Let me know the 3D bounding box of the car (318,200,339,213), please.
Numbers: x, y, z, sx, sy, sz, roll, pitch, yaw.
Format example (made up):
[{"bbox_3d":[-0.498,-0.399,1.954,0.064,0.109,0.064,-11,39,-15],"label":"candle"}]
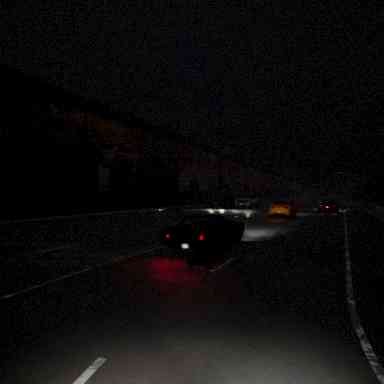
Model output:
[{"bbox_3d":[15.144,1.571,36.932,1.994,1.385,4.181,0,0,25],"label":"car"}]

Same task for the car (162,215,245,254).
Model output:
[{"bbox_3d":[0.704,1.603,13.733,1.895,1.301,4.718,0,0,25],"label":"car"}]

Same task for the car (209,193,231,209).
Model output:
[{"bbox_3d":[4.301,1.223,47.128,2.150,2.045,5.566,0,0,25],"label":"car"}]

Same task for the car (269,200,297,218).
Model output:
[{"bbox_3d":[8.469,1.483,30.705,1.882,1.535,5.008,0,0,24],"label":"car"}]

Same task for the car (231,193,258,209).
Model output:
[{"bbox_3d":[7.576,1.214,45.869,2.150,2.045,5.566,0,0,25],"label":"car"}]
